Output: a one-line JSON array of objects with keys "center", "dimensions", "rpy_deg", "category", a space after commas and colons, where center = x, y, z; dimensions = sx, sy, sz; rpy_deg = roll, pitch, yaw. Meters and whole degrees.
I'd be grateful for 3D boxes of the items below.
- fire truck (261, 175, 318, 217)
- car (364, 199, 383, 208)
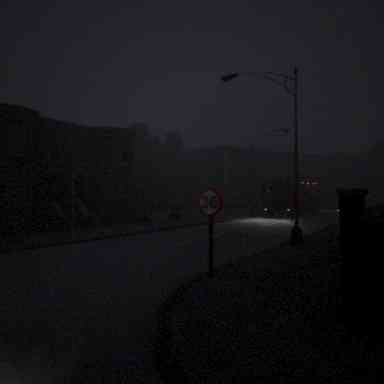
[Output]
[{"center": [9.850, 0.390, 32.653], "dimensions": [2.891, 3.827, 8.468], "rpy_deg": [0, 0, 35], "category": "fire truck"}, {"center": [21.516, 1.582, 41.965], "dimensions": [5.357, 1.411, 2.033], "rpy_deg": [0, 0, -2], "category": "car"}]
